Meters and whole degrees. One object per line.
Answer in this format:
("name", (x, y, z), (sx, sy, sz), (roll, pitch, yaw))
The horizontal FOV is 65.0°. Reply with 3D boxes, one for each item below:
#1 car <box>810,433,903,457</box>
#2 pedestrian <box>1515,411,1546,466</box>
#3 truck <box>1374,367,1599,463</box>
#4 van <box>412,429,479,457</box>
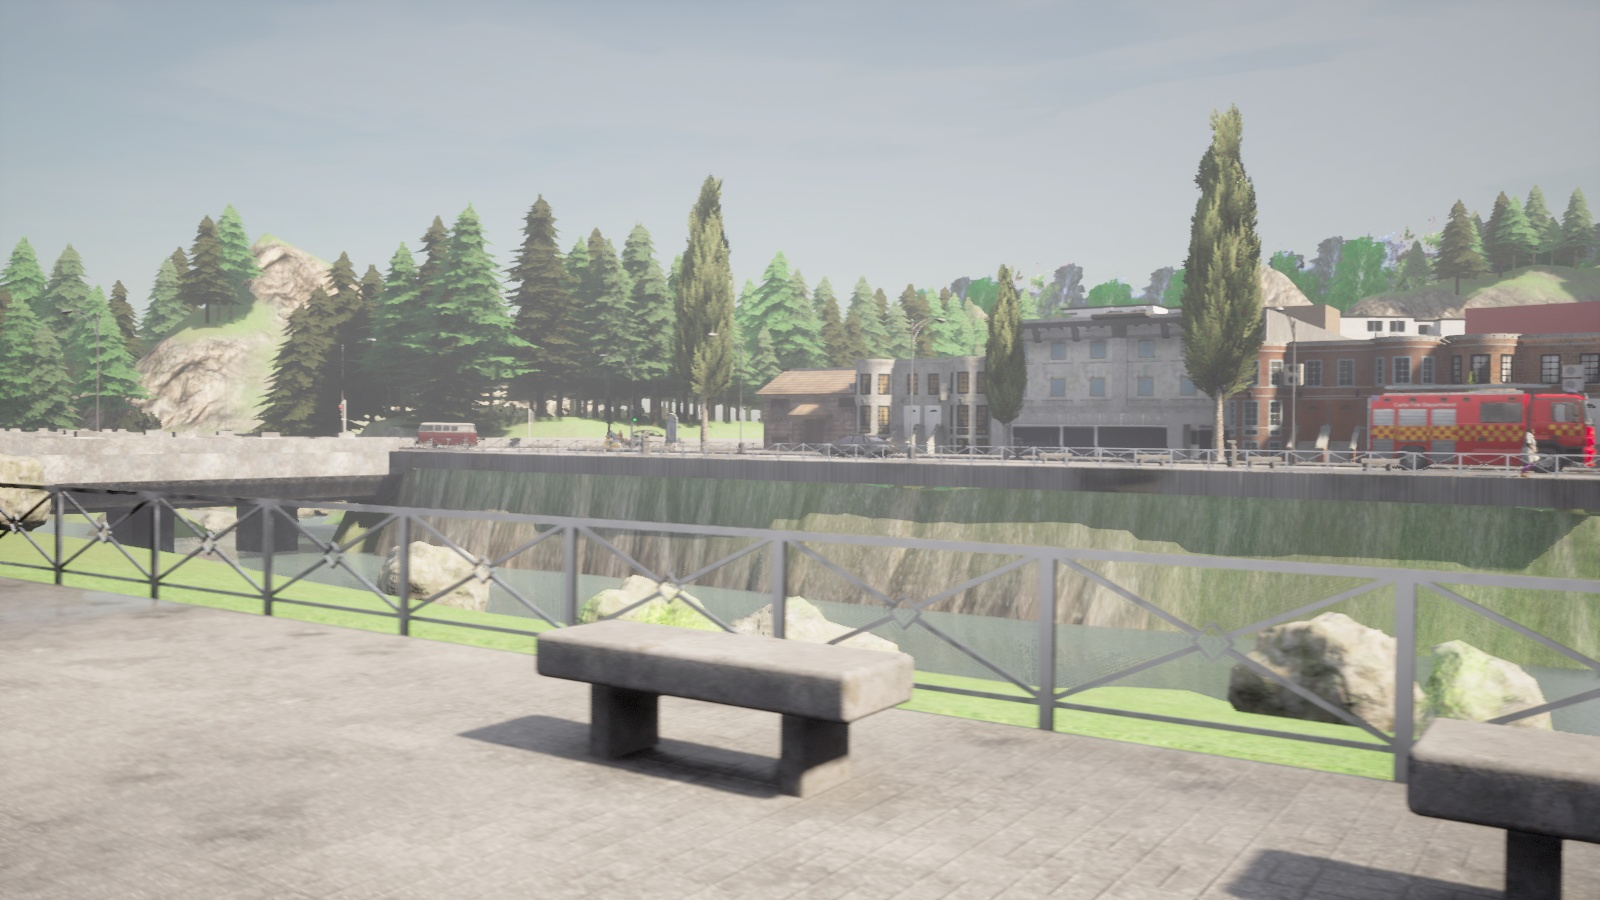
("car", (3.398, -0.289, 75.978), (5.357, 1.411, 2.033), (0, 1, 34))
("pedestrian", (26.471, -0.420, 45.509), (0.873, 1.952, 0.659), (0, 1, 38))
("truck", (29.478, -1.435, 53.839), (8.468, 3.827, 2.891), (0, 1, 34))
("van", (-25.628, -0.524, 90.889), (4.442, 1.987, 1.775), (-1, 1, -8))
